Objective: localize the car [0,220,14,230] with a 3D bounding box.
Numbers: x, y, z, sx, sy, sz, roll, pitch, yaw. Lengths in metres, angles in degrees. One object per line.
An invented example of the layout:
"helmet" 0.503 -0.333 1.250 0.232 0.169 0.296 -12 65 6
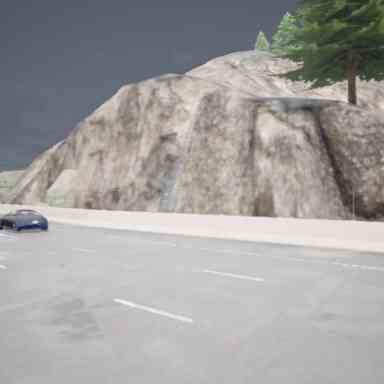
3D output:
"car" -7.376 1.610 9.546 4.902 1.511 2.128 0 -1 39

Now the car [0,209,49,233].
"car" -11.190 1.839 21.965 4.181 1.385 1.994 -1 -1 42
